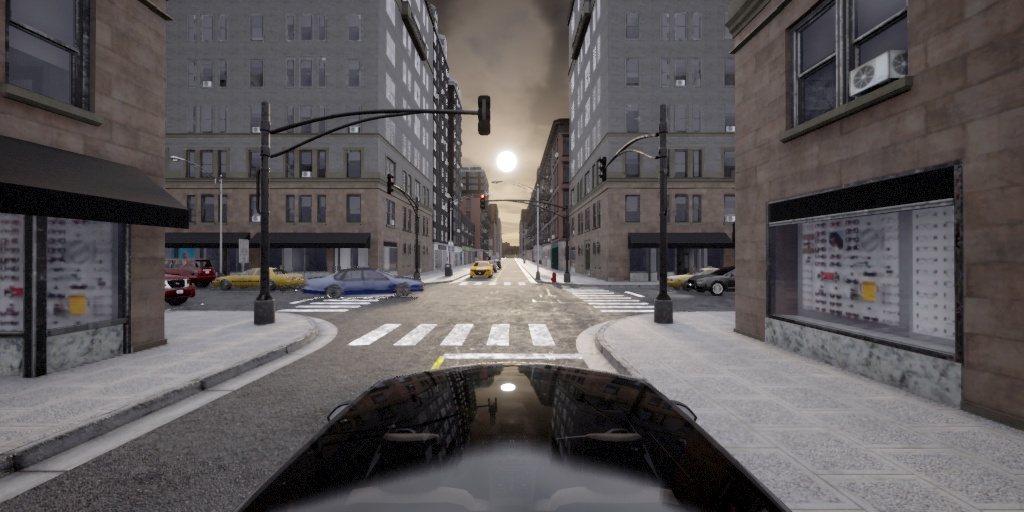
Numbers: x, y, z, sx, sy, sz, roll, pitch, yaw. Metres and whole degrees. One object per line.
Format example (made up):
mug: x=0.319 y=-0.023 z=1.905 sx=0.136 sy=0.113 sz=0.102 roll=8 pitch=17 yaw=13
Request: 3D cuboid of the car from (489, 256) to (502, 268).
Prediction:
car: x=-2.824 y=0.954 z=56.459 sx=2.150 sy=2.045 sz=5.566 roll=0 pitch=0 yaw=0

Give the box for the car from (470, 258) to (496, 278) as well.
car: x=-2.839 y=1.222 z=33.937 sx=1.882 sy=1.535 sz=5.008 roll=0 pitch=0 yaw=0

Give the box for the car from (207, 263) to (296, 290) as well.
car: x=-15.246 y=1.279 z=21.605 sx=4.829 sy=1.417 sz=1.751 roll=0 pitch=0 yaw=0

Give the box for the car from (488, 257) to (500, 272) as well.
car: x=-2.839 y=1.244 z=44.339 sx=1.837 sy=1.490 sz=4.892 roll=0 pitch=0 yaw=0

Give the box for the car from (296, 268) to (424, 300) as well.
car: x=-7.097 y=1.292 z=17.457 sx=5.357 sy=1.411 sz=2.033 roll=0 pitch=0 yaw=-20

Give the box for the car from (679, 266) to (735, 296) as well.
car: x=11.903 y=1.273 z=19.014 sx=4.892 sy=1.490 sz=1.837 roll=0 pitch=0 yaw=1

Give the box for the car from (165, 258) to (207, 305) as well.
car: x=-15.097 y=1.035 z=13.579 sx=5.009 sy=1.841 sz=2.192 roll=0 pitch=0 yaw=0

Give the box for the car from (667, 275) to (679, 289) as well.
car: x=11.638 y=1.304 z=21.561 sx=4.829 sy=1.417 sz=1.751 roll=0 pitch=0 yaw=0

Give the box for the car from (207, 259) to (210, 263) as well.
car: x=-20.755 y=1.063 z=21.614 sx=5.009 sy=1.841 sz=2.192 roll=0 pitch=0 yaw=0
